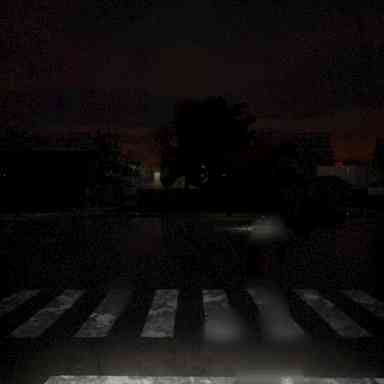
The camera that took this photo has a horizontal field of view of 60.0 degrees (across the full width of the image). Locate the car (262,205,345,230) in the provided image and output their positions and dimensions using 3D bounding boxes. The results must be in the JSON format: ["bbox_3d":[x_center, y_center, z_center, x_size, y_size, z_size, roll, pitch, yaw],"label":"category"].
[{"bbox_3d":[7.241,1.582,21.456,5.357,1.411,2.033,0,0,-21],"label":"car"}]
